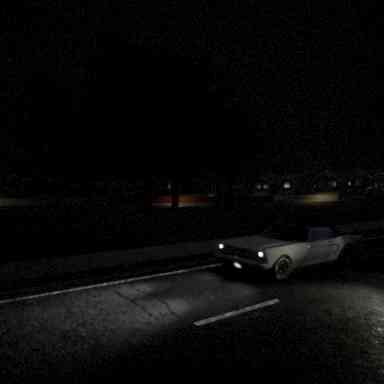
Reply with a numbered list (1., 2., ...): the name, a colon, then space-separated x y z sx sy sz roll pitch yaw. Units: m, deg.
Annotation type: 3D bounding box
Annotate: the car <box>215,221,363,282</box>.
1. car: 2.972 1.559 9.800 4.718 1.301 1.895 0 0 -36
